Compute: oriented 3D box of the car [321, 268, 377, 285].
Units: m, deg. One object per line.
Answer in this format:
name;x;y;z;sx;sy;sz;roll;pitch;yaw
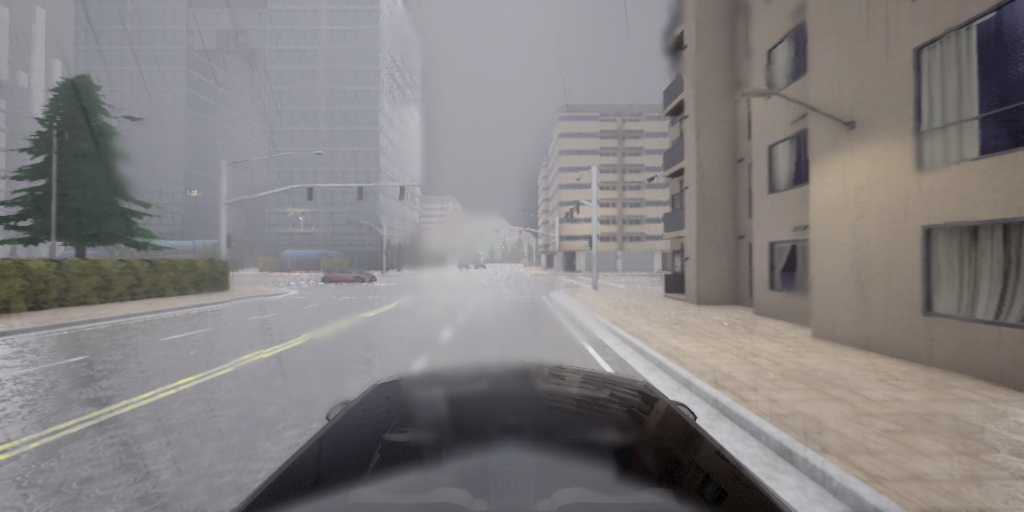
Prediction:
car;-13.591;1.725;30.023;4.181;1.385;1.994;1;-1;-1
